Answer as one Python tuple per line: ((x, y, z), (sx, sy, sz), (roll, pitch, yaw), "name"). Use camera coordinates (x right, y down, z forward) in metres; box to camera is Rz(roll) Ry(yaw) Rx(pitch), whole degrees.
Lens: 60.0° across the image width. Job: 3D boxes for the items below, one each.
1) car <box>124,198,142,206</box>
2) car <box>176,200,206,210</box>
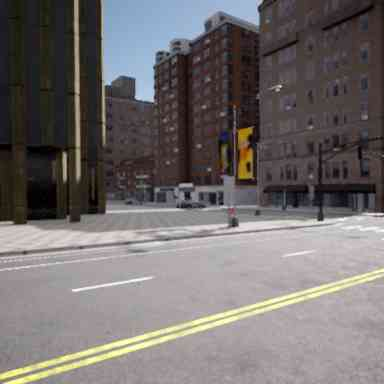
((-11.223, 1.859, 63.328), (2.128, 1.511, 4.902), (-1, 0, -35), "car")
((-0.179, 1.818, 47.523), (2.033, 1.411, 5.357), (-1, 0, -35), "car")
